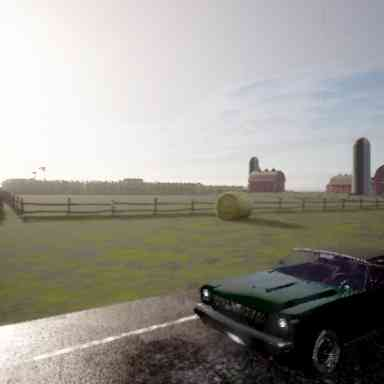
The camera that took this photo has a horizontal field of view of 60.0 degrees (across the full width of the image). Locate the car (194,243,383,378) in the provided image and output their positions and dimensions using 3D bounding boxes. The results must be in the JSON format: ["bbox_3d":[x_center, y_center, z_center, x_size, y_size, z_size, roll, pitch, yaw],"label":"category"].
[{"bbox_3d":[2.377,1.642,5.690,4.718,1.301,1.895,1,0,-36],"label":"car"}]
